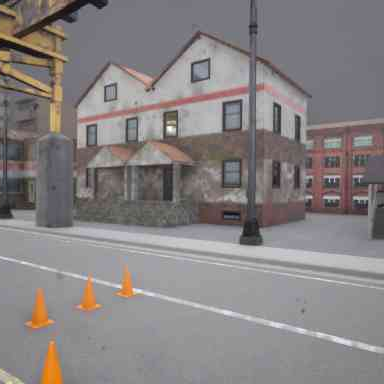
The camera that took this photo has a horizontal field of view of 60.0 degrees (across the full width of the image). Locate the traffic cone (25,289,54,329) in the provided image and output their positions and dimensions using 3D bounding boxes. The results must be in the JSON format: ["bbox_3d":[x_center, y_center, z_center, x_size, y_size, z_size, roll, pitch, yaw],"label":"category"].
[{"bbox_3d":[-2.589,1.949,5.660,0.340,0.580,0.340,0,0,36],"label":"traffic cone"}]

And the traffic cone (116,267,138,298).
[{"bbox_3d":[-1.419,1.949,7.282,0.340,0.580,0.340,0,0,36],"label":"traffic cone"}]

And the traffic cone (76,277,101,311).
[{"bbox_3d":[-2.004,1.949,6.471,0.340,0.580,0.340,0,0,36],"label":"traffic cone"}]

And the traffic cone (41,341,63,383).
[{"bbox_3d":[-1.552,1.952,3.679,0.340,0.580,0.340,0,0,36],"label":"traffic cone"}]
